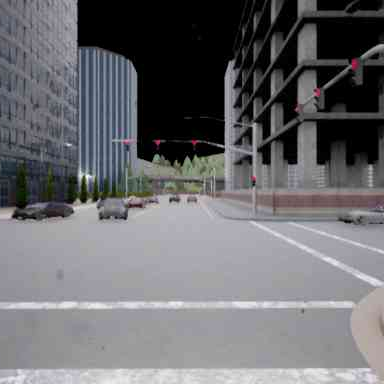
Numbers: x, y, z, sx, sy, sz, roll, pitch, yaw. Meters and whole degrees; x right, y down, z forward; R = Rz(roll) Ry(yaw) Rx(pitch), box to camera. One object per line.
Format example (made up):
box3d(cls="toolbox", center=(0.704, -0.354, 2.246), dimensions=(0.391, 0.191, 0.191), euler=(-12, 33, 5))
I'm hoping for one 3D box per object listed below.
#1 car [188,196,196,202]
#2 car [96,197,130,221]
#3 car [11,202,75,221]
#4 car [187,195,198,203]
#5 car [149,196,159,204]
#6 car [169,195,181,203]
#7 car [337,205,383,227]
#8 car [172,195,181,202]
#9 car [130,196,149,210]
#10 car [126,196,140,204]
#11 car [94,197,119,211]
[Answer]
box3d(cls="car", center=(0.017, 1.465, 73.943), dimensions=(1.895, 1.301, 4.718), euler=(0, 0, 0))
box3d(cls="car", center=(-6.244, 1.301, 26.555), dimensions=(2.097, 1.767, 4.553), euler=(0, 0, -11))
box3d(cls="car", center=(-11.604, 1.496, 26.460), dimensions=(2.033, 1.411, 5.357), euler=(0, 0, 17))
box3d(cls="car", center=(0.015, 1.392, 64.838), dimensions=(2.128, 1.511, 4.902), euler=(0, 0, 0))
box3d(cls="car", center=(-7.048, 1.473, 59.533), dimensions=(1.994, 1.385, 4.181), euler=(0, 0, 0))
box3d(cls="car", center=(-3.485, 1.405, 64.840), dimensions=(1.837, 1.490, 4.892), euler=(0, 0, 0))
box3d(cls="car", center=(12.011, 1.512, 21.511), dimensions=(4.718, 1.301, 1.895), euler=(0, 0, 0))
box3d(cls="car", center=(-3.483, 1.394, 73.914), dimensions=(1.812, 1.442, 4.674), euler=(0, 0, 0))
box3d(cls="car", center=(-7.083, 1.411, 42.772), dimensions=(1.882, 1.535, 5.008), euler=(0, 0, 0))
box3d(cls="car", center=(-10.541, 1.434, 59.687), dimensions=(1.812, 1.442, 4.674), euler=(0, 0, 0))
box3d(cls="car", center=(-10.584, 1.442, 41.577), dimensions=(1.837, 1.490, 4.892), euler=(0, 0, 0))
